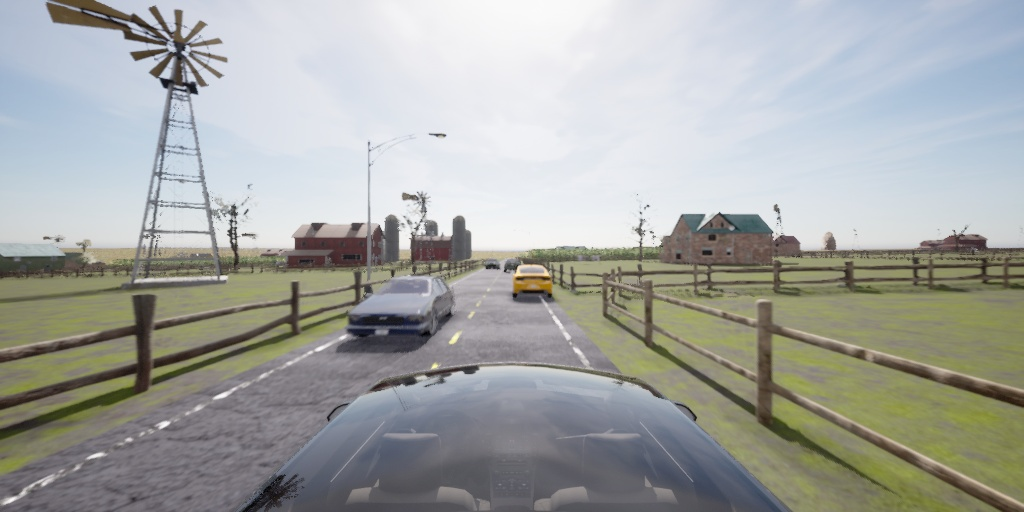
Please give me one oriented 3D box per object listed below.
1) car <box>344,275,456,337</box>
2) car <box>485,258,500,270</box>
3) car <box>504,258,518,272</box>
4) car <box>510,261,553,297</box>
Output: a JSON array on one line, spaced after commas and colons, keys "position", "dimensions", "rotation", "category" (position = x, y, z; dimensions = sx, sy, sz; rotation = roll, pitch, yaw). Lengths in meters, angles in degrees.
[{"position": [-2.849, 1.289, 10.521], "dimensions": [2.033, 1.411, 5.357], "rotation": [0, 0, 0], "category": "car"}, {"position": [-2.807, 1.072, 52.132], "dimensions": [2.097, 1.767, 4.553], "rotation": [0, 0, 0], "category": "car"}, {"position": [0.080, 1.073, 45.450], "dimensions": [2.097, 1.767, 4.553], "rotation": [0, 0, 0], "category": "car"}, {"position": [0.966, 1.211, 18.660], "dimensions": [1.882, 1.535, 5.008], "rotation": [0, 0, 0], "category": "car"}]
